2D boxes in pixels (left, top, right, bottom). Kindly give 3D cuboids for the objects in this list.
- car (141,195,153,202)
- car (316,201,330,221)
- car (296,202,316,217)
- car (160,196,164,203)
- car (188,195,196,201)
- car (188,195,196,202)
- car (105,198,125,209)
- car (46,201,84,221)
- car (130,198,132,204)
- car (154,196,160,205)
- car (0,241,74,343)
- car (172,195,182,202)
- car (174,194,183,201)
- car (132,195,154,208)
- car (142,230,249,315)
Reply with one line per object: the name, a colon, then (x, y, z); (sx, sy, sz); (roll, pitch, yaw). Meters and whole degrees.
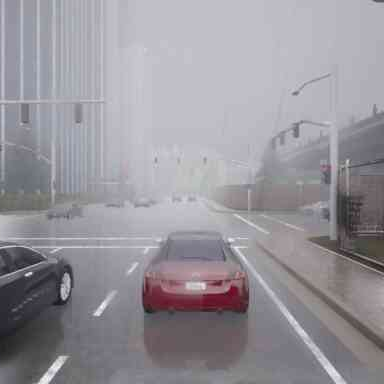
car: (-10.480, 1.458, 78.136); (2.128, 1.511, 4.902); (0, 0, 0)
car: (12.115, 1.561, 24.574); (4.892, 1.490, 1.837); (0, 0, 0)
car: (12.375, 1.581, 31.745); (4.674, 1.442, 1.812); (0, 0, -3)
car: (-6.982, 1.494, 69.218); (2.128, 1.511, 4.902); (0, 0, 0)
car: (0.022, 1.478, 85.191); (1.882, 1.535, 5.008); (0, 0, 0)
car: (0.027, 1.478, 74.784); (1.882, 1.535, 5.008); (0, 0, 0)
car: (-10.587, 1.547, 46.195); (2.033, 1.411, 5.357); (0, 0, 0)
car: (-10.593, 1.537, 28.097); (1.837, 1.490, 4.892); (0, 0, 0)
car: (-10.536, 1.491, 62.952); (2.128, 1.511, 4.902); (0, 0, 1)
car: (-7.068, 1.601, 57.144); (1.895, 1.301, 4.718); (0, 0, 0)
car: (-3.440, 1.505, 5.192); (1.837, 1.490, 4.892); (0, 0, 0)
car: (-3.481, 1.495, 74.239); (1.837, 1.490, 4.892); (0, 0, 0)
car: (-3.478, 1.386, 84.663); (2.128, 1.511, 4.902); (0, 0, 0)
car: (-7.067, 1.526, 48.065); (1.812, 1.442, 4.674); (0, 0, 0)
car: (0.074, 1.564, 7.647); (1.994, 1.385, 4.181); (0, 0, 0)
